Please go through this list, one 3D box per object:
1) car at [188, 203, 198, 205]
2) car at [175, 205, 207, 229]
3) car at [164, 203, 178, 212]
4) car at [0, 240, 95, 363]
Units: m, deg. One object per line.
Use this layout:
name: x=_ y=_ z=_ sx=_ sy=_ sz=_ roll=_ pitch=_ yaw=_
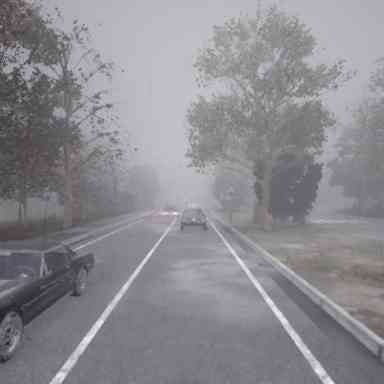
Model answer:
car: x=0.136 y=2.162 z=42.389 sx=1.812 sy=1.442 sz=4.674 roll=0 pitch=0 yaw=0
car: x=0.115 y=1.879 z=24.123 sx=2.033 sy=1.411 sz=5.357 roll=0 pitch=-1 yaw=0
car: x=-3.203 y=2.289 z=50.544 sx=1.895 sy=1.301 sz=4.718 roll=0 pitch=0 yaw=1
car: x=-3.347 y=1.650 z=6.045 sx=1.895 sy=1.301 sz=4.718 roll=0 pitch=-1 yaw=0
